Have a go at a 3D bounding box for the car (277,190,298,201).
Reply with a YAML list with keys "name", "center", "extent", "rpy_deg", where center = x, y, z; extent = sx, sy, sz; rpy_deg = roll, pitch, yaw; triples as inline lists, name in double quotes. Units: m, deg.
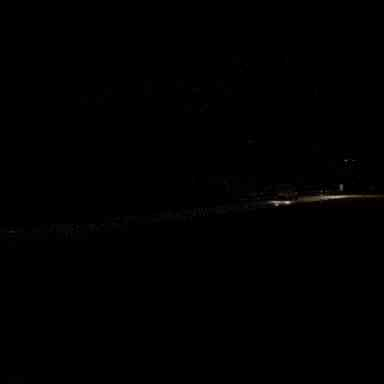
- name: "car"
  center: [14.231, 0.492, 49.550]
  extent: [1.882, 1.535, 5.008]
  rpy_deg: [-1, 0, 35]
